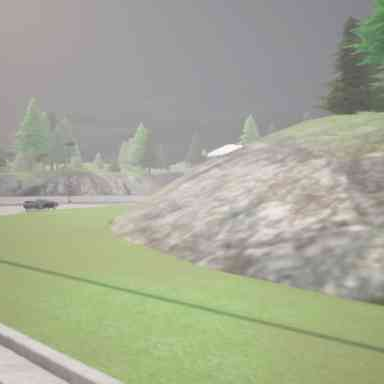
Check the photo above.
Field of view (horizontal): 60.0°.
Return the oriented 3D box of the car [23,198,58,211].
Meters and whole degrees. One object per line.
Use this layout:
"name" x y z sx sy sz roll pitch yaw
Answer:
"car" -18.597 1.474 41.160 2.128 1.511 4.902 0 0 12
